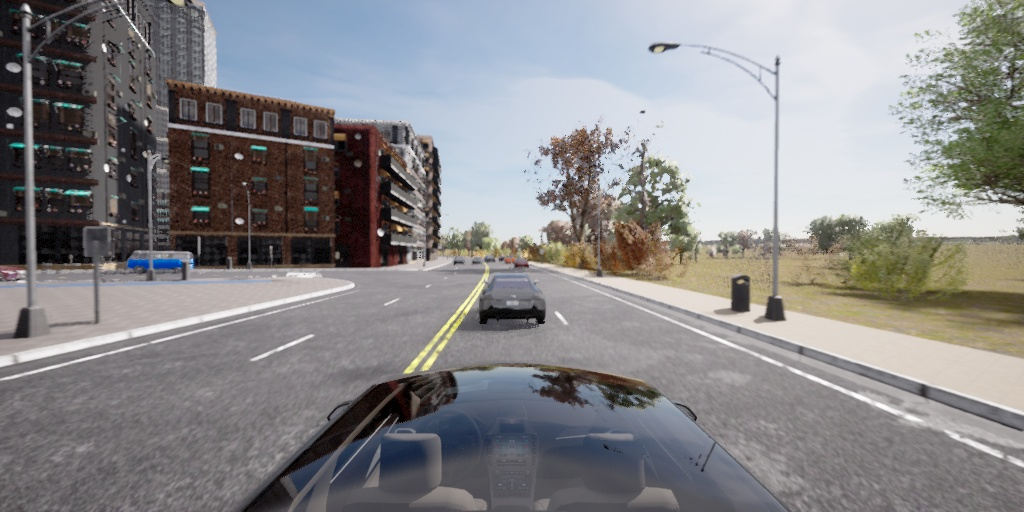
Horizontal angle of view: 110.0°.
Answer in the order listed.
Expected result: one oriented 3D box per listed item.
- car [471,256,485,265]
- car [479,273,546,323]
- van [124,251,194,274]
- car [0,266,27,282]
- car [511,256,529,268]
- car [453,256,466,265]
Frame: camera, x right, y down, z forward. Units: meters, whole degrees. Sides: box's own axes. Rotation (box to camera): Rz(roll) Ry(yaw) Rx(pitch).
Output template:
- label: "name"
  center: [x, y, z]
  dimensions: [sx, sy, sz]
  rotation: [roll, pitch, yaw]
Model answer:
- label: "car"
  center: [-6.247, 0.862, 64.449]
  dimensions: [1.837, 1.490, 4.892]
  rotation: [0, 1, -5]
- label: "car"
  center: [-0.015, 1.253, 11.863]
  dimensions: [1.994, 1.385, 4.181]
  rotation: [0, 0, -1]
- label: "van"
  center: [-28.303, 0.496, 28.984]
  dimensions: [3.998, 1.789, 1.690]
  rotation: [0, 0, -31]
- label: "car"
  center: [-28.901, 0.775, 18.847]
  dimensions: [4.207, 1.307, 1.802]
  rotation: [0, 0, -31]
- label: "car"
  center: [1.313, 0.989, 53.331]
  dimensions: [1.994, 1.385, 4.181]
  rotation: [0, 0, -4]
- label: "car"
  center: [-9.473, 0.843, 64.047]
  dimensions: [1.882, 1.535, 5.008]
  rotation: [0, 0, -5]
